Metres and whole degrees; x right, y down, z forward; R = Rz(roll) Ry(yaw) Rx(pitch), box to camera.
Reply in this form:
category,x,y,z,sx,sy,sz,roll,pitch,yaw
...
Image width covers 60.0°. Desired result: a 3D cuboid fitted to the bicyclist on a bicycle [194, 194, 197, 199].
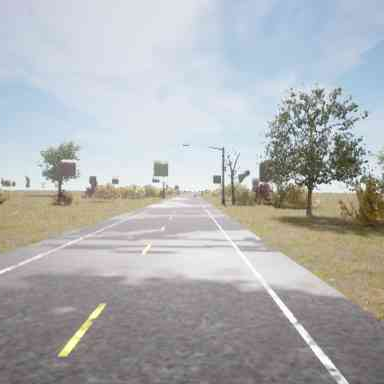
category,x,y,z,sx,sy,sz,roll,pitch,yaw
bicyclist on a bicycle,0.984,1.393,95.323,0.866,1.612,1.509,2,1,0
